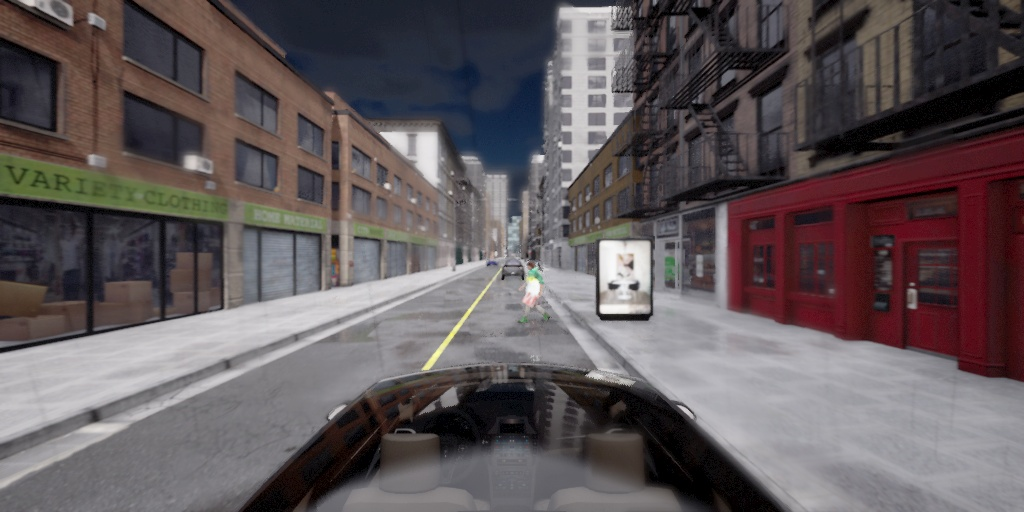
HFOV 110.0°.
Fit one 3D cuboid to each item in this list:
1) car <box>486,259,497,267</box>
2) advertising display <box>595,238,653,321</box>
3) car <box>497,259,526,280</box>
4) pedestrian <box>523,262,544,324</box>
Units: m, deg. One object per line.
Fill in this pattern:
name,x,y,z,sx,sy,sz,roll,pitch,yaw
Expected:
car,-3.025,1.098,56.110,1.895,1.301,4.718,0,0,0
advertising display,3.141,0.731,10.057,1.540,2.440,0.280,0,0,0
car,0.100,1.102,29.781,2.128,1.511,4.902,0,0,0
pedestrian,0.609,0.997,10.376,0.375,1.860,0.375,0,0,-10
